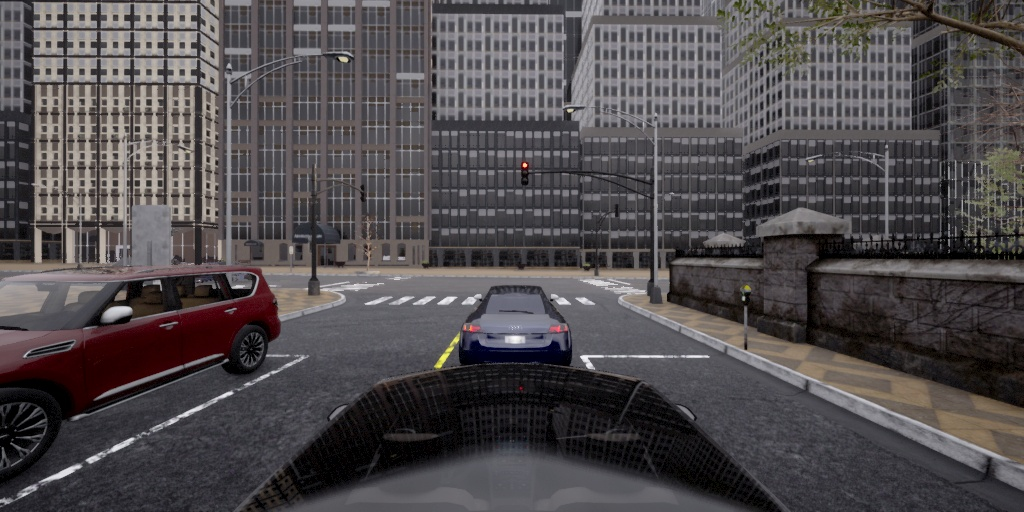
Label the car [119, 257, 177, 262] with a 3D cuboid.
[{"bbox_3d":[-20.634,0.852,21.006,4.553,1.767,2.097,1,0,-1],"label":"car"}]

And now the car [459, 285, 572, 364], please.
[{"bbox_3d":[0.088,1.314,7.767,1.994,1.385,4.181,0,0,1],"label":"car"}]

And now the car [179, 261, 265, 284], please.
[{"bbox_3d":[-19.496,1.085,24.270,4.181,1.385,1.994,1,0,-1],"label":"car"}]

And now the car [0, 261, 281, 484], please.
[{"bbox_3d":[-5.364,1.065,4.749,2.192,1.841,5.009,0,0,0],"label":"car"}]
